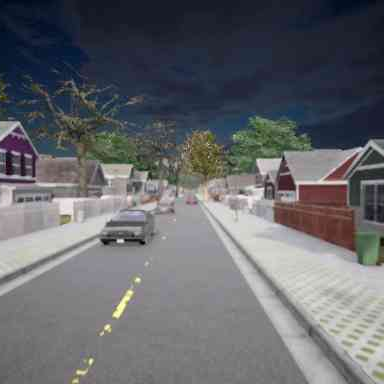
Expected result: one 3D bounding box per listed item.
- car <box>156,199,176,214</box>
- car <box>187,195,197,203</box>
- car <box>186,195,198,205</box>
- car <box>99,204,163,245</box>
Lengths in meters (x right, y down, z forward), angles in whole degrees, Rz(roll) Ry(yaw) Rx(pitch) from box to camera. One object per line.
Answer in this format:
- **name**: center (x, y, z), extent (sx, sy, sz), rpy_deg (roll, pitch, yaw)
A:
- **car**: center (-2.760, 1.500, 35.200), extent (1.812, 1.442, 4.674), rpy_deg (0, 0, 0)
- **car**: center (-0.004, 1.376, 69.302), extent (2.128, 1.511, 4.902), rpy_deg (0, 0, 0)
- **car**: center (-0.004, 1.525, 59.301), extent (1.994, 1.385, 4.181), rpy_deg (0, 0, 0)
- **car**: center (-2.786, 1.531, 15.656), extent (2.033, 1.411, 5.357), rpy_deg (0, 0, 0)
